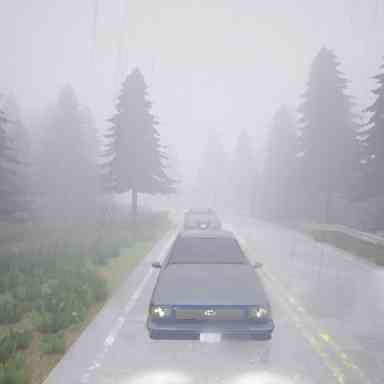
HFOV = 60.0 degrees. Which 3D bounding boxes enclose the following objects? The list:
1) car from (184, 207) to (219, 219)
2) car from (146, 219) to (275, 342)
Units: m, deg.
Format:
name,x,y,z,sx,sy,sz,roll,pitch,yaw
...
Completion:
name,x,y,z,sx,sy,sz,roll,pitch,yaw
car,0.520,1.584,19.292,1.994,1.385,4.181,0,0,-2
car,0.302,1.558,7.101,2.033,1.411,5.357,0,0,1
